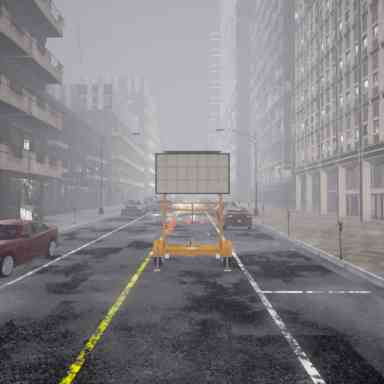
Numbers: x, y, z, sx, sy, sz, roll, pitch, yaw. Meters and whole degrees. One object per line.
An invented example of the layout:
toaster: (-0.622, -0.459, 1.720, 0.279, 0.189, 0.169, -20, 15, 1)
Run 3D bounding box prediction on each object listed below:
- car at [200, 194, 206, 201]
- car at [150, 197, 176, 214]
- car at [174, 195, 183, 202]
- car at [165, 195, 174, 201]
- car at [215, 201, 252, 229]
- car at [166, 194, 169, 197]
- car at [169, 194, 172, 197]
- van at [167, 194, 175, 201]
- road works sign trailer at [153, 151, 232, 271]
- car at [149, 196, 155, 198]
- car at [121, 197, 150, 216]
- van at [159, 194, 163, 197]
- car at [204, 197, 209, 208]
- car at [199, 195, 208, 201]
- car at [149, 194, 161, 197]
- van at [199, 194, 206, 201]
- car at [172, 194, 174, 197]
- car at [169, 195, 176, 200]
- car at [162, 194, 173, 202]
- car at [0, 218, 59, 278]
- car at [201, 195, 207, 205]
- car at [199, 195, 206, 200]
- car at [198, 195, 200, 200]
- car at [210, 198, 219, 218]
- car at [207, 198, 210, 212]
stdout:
car: (2.803, 1.535, 60.381, 1.752, 1.417, 4.829, 1, 0, 0)
car: (-3.043, 1.534, 35.556, 1.812, 1.442, 4.674, 0, 0, 0)
car: (-2.882, 1.535, 72.216, 1.812, 1.442, 4.674, 0, 0, 0)
car: (-5.551, 1.535, 82.161, 1.752, 1.417, 4.829, 1, 0, 0)
car: (2.738, 1.551, 21.376, 1.887, 1.381, 4.507, 1, 0, 0)
car: (-5.583, 1.325, 54.598, 2.192, 1.841, 5.009, 1, 0, 0)
car: (-5.569, 1.561, 65.691, 2.008, 1.369, 4.403, 1, 0, 0)
van: (-5.503, 1.350, 87.879, 1.690, 1.788, 3.998, 1, 0, 0)
road works sign trailer: (0.016, 0.468, 10.857, 2.380, 3.560, 2.880, 0, 0, 0)
car: (-5.614, 1.554, 37.958, 1.887, 1.381, 4.507, 1, 0, 0)
car: (-5.622, 1.449, 32.410, 1.967, 1.590, 4.097, 1, 0, 0)
van: (-5.592, 1.350, 49.052, 1.690, 1.788, 3.998, 1, 0, 0)
car: (2.766, 1.554, 38.020, 1.887, 1.381, 4.507, 1, 0, 0)
car: (2.841, 1.449, 82.404, 1.967, 1.590, 4.097, 1, 0, 0)
car: (-5.603, 1.449, 43.505, 1.967, 1.590, 4.097, 1, 0, 0)
van: (2.852, 1.350, 87.952, 1.690, 1.788, 3.998, 1, 0, 0)
car: (-5.557, 1.450, 71.238, 1.967, 1.590, 4.097, 1, 0, 0)
car: (-5.490, 1.533, 93.255, 1.752, 1.417, 4.829, 1, 0, 0)
car: (-5.549, 1.325, 76.785, 2.192, 1.841, 5.009, 1, 0, 0)
car: (-5.660, 1.548, 10.224, 1.887, 1.381, 4.507, 1, 0, 0)
car: (2.784, 1.560, 49.116, 2.008, 1.369, 4.403, 1, 0, 0)
car: (2.857, 1.573, 93.500, 1.947, 1.339, 4.313, 1, 0, 0)
car: (2.820, 1.592, 71.308, 1.802, 1.307, 4.206, 1, 0, 0)
car: (2.749, 1.448, 26.923, 1.967, 1.590, 4.097, 1, 0, 0)
car: (2.757, 1.553, 32.472, 1.887, 1.381, 4.507, 1, 0, 0)
